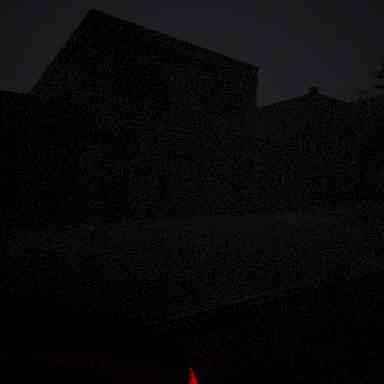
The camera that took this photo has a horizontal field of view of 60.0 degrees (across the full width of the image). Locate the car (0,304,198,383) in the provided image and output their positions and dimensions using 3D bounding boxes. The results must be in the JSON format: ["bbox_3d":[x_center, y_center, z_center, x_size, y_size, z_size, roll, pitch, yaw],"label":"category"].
[{"bbox_3d":[-1.930,1.563,2.001,4.181,1.385,1.994,0,0,-35],"label":"car"}]
